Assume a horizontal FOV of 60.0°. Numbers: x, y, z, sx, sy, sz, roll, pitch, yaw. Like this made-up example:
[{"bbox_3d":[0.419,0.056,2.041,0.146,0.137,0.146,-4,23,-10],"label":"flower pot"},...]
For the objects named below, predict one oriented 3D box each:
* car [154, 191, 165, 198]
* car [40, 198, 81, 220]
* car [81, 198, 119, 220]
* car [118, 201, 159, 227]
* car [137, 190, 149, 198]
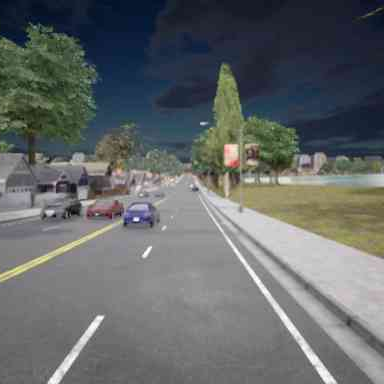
[{"bbox_3d":[-6.495,0.429,66.679,1.994,1.385,4.181,0,2,0],"label":"car"},{"bbox_3d":[-9.841,1.258,25.432,2.128,1.511,4.902,0,1,0],"label":"car"},{"bbox_3d":[-6.591,1.242,25.556,1.882,1.535,5.008,0,1,0],"label":"car"},{"bbox_3d":[-3.144,1.354,21.074,1.812,1.442,4.674,0,1,0],"label":"car"},{"bbox_3d":[-9.741,0.391,66.658,2.128,1.511,4.902,0,2,0],"label":"car"}]
